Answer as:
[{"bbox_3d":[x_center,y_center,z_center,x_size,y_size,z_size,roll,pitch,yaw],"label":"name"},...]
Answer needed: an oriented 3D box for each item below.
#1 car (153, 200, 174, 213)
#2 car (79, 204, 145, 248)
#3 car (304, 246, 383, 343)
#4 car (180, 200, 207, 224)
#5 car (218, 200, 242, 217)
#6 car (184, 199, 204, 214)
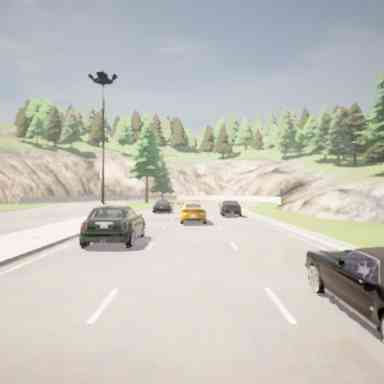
[{"bbox_3d":[-3.180,1.582,37.610,1.994,1.385,4.181,0,0,3],"label":"car"},{"bbox_3d":[-3.404,1.359,14.998,2.097,1.767,4.553,0,0,0],"label":"car"},{"bbox_3d":[3.599,1.604,5.841,1.895,1.301,4.718,0,0,0],"label":"car"},{"bbox_3d":[0.092,1.490,25.151,1.882,1.535,5.008,0,0,0],"label":"car"},{"bbox_3d":[3.633,1.521,31.980,1.837,1.490,4.892,0,0,1],"label":"car"},{"bbox_3d":[0.296,1.566,36.968,2.033,1.411,5.357,0,0,2],"label":"car"}]
